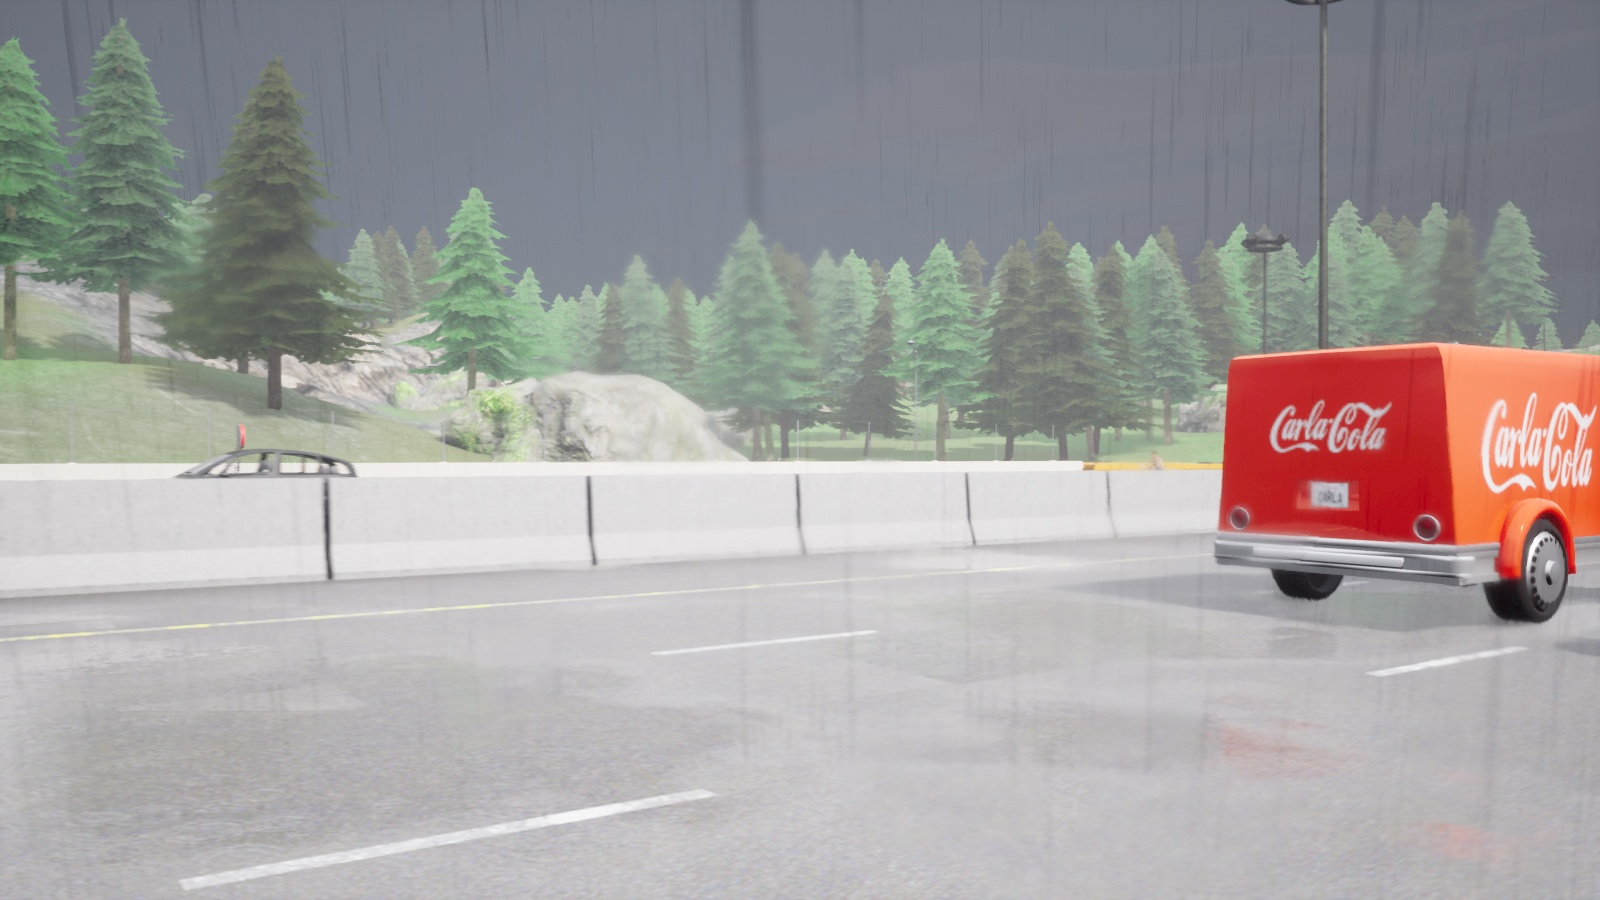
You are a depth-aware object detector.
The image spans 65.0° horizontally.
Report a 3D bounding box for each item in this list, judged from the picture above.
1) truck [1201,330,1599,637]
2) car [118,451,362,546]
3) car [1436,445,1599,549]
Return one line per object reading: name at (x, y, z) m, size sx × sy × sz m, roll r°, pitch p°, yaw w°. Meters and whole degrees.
truck at (6.800, 0.275, 12.658) m, size 5.204 × 2.467 × 2.627 m, roll 0°, pitch 0°, yaw -35°
car at (-9.930, 0.799, 22.335) m, size 3.705 × 1.549 × 1.789 m, roll 0°, pitch 0°, yaw -35°
car at (13.105, 0.708, 21.309) m, size 5.366 × 1.575 × 1.801 m, roll 0°, pitch 0°, yaw -35°
